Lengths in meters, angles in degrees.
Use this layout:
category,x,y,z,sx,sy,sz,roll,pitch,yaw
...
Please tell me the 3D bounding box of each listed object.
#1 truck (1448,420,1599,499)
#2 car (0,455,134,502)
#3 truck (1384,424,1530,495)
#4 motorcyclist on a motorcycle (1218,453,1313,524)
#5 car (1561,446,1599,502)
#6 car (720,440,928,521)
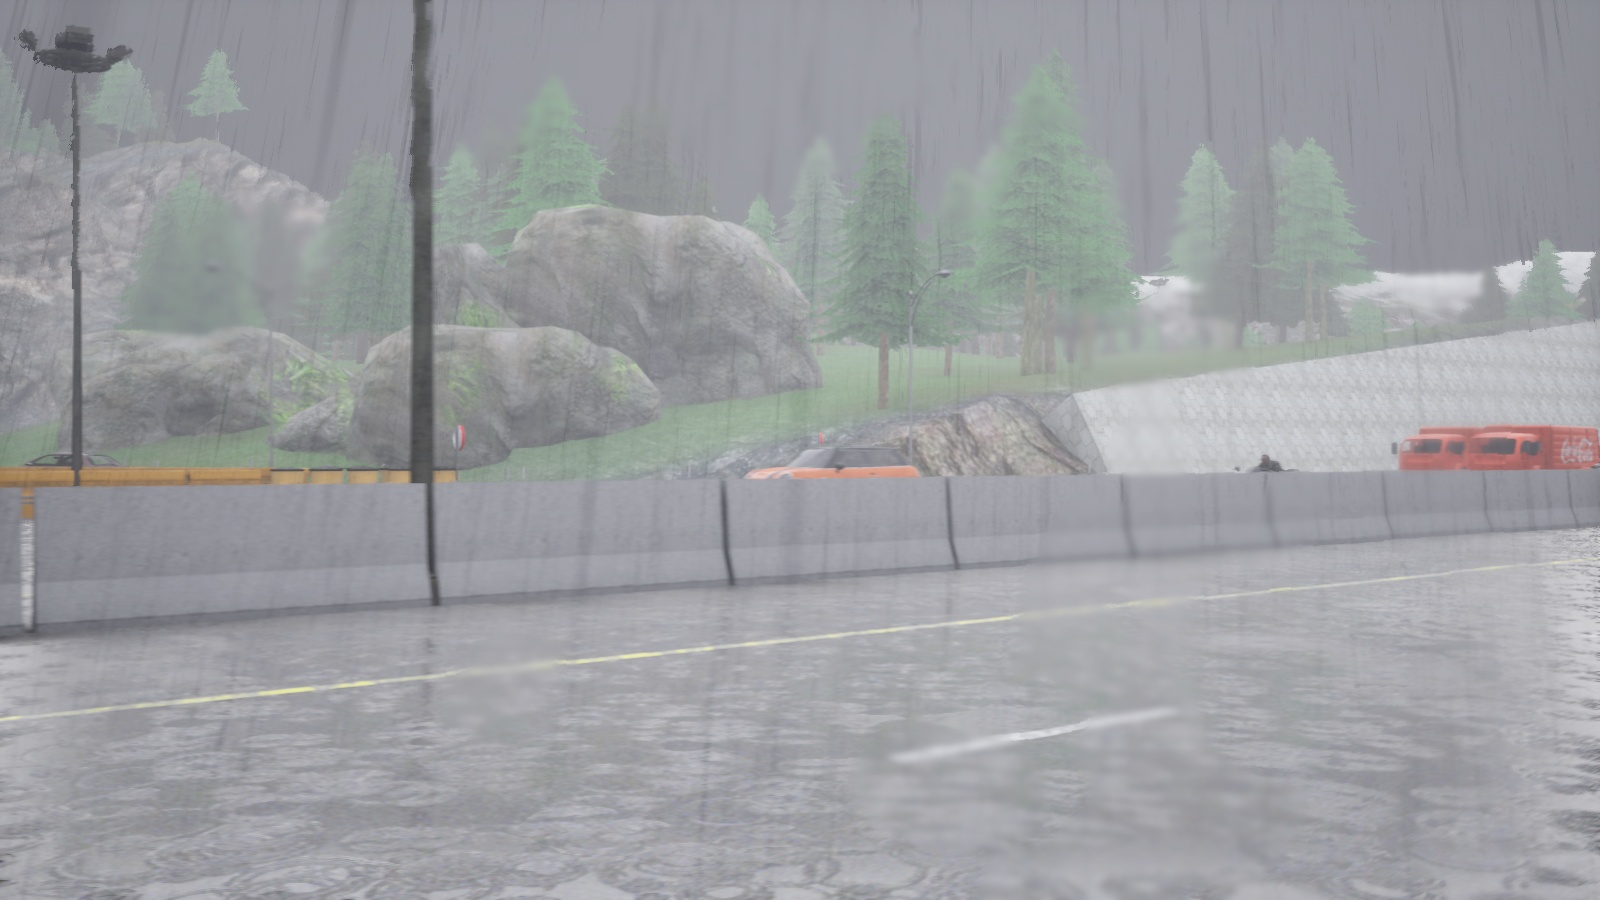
category,x,y,z,sx,sy,sz,roll,pitch,yaw
truck,24.277,0.310,41.880,5.204,2.467,2.627,0,0,-35
car,-24.306,0.906,41.240,4.193,1.474,1.816,0,0,16
truck,24.097,0.321,46.019,5.204,2.467,2.627,0,0,-35
motorcyclist on a motorcycle,10.362,0.827,27.928,2.191,1.530,0.866,0,0,-35
car,25.589,0.716,38.527,4.856,1.649,2.033,0,0,-35
car,0.598,0.674,29.662,4.553,1.767,2.097,0,0,-35
